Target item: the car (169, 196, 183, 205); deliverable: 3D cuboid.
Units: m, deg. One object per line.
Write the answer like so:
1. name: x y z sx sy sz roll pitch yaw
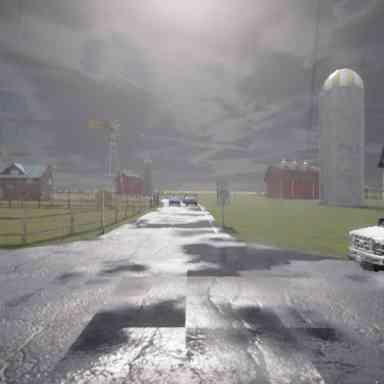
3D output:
1. car: -3.019 1.491 58.160 1.882 1.535 5.008 0 0 -2

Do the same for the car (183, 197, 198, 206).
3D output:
1. car: -0.079 1.521 54.043 1.837 1.490 4.892 0 0 -2

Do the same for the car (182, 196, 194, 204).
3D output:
1. car: -0.748 1.572 64.173 1.994 1.385 4.181 0 0 -6

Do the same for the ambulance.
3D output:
1. ambulance: 7.784 1.193 9.181 6.366 2.431 2.351 1 -1 0
